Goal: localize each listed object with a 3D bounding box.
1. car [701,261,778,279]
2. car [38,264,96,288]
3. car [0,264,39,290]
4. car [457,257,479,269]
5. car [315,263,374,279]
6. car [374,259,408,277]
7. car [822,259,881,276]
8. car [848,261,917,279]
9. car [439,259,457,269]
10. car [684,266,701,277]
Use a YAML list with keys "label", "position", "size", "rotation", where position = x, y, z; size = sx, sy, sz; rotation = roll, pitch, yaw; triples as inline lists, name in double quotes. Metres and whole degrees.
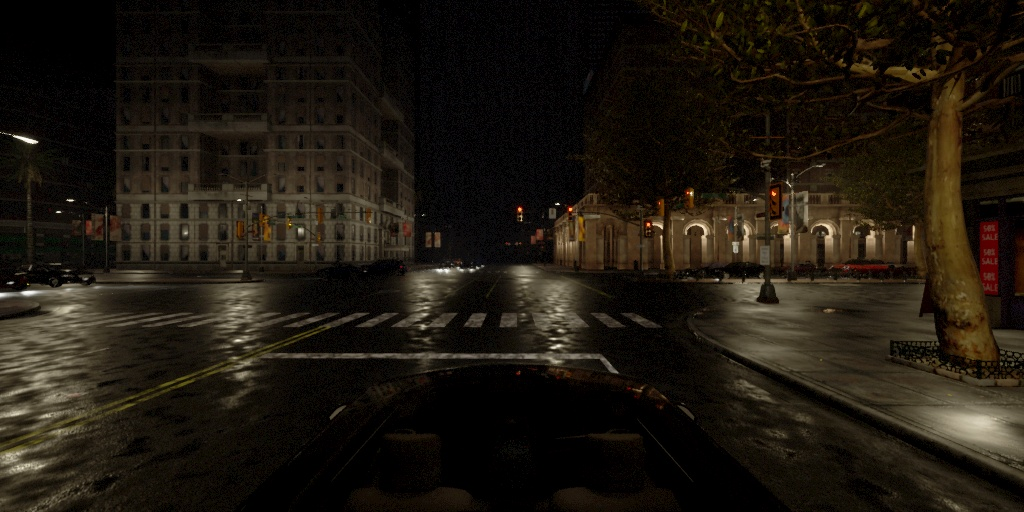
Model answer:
- label: "car"
  position: [19.707, 1.228, 31.183]
  size: [5.008, 1.535, 1.882]
  rotation: [0, 0, 0]
- label: "car"
  position: [-30.233, 1.242, 23.421]
  size: [4.902, 1.511, 2.128]
  rotation: [0, 0, 1]
- label: "car"
  position: [-29.793, 1.314, 19.910]
  size: [4.181, 1.385, 1.994]
  rotation: [0, 0, 1]
- label: "car"
  position: [-6.916, 1.102, 56.804]
  size: [2.097, 1.767, 4.553]
  rotation: [0, 0, 1]
- label: "car"
  position: [-14.857, 1.314, 31.475]
  size: [4.181, 1.385, 1.994]
  rotation: [0, 0, 0]
- label: "car"
  position: [-12.633, 1.102, 34.957]
  size: [4.553, 1.767, 2.097]
  rotation: [0, 0, 0]
- label: "car"
  position: [33.372, 1.102, 34.563]
  size: [4.553, 1.767, 2.097]
  rotation: [0, 0, 1]
- label: "car"
  position: [32.598, 1.351, 31.072]
  size: [4.718, 1.301, 1.895]
  rotation: [0, 0, 1]
- label: "car"
  position: [-10.412, 1.242, 57.249]
  size: [2.128, 1.511, 4.902]
  rotation: [0, 0, 1]
- label: "car"
  position: [19.652, 1.297, 34.684]
  size: [5.357, 1.411, 2.033]
  rotation: [0, 0, 1]
